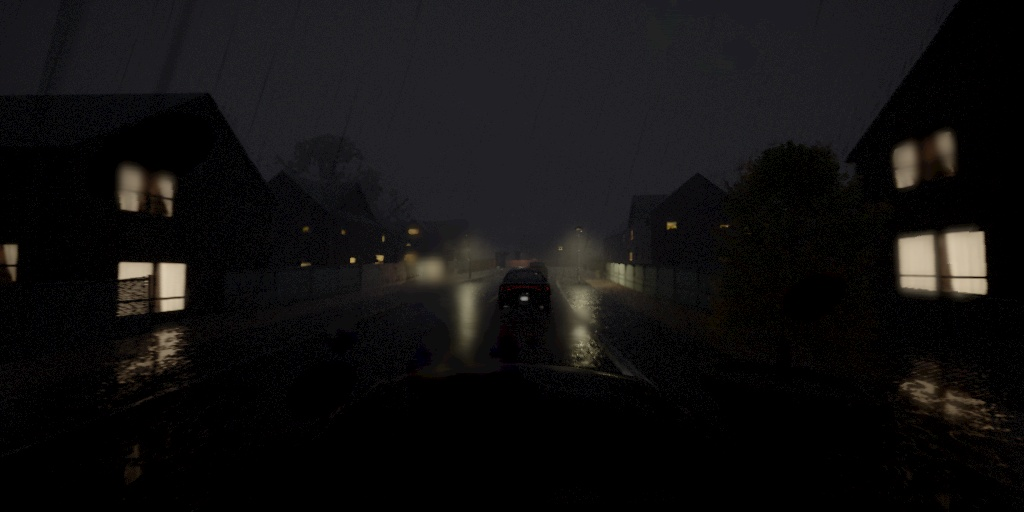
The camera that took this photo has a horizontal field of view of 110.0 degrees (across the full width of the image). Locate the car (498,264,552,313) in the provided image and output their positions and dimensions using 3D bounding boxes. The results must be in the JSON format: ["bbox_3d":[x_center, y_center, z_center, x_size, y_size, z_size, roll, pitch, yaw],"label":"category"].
[{"bbox_3d":[0.530,1.239,14.175,1.882,1.535,5.008,0,0,3],"label":"car"}]

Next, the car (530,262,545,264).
[{"bbox_3d":[2.448,1.309,33.776,1.837,1.490,4.892,0,0,8],"label":"car"}]
